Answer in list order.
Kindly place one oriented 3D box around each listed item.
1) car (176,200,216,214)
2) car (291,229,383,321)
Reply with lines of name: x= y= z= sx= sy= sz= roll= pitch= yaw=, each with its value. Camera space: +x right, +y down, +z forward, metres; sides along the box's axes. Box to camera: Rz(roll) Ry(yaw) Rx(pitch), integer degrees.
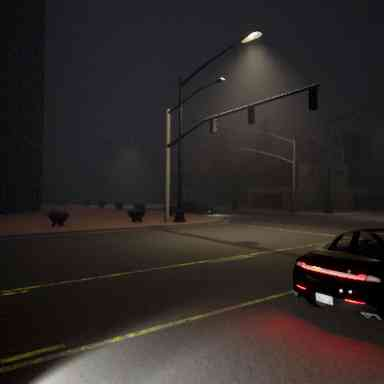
car: x=0.265 y=1.621 z=36.056 sx=2.033 sy=1.411 sz=5.357 roll=1 pitch=-1 yaw=-35
car: x=4.098 y=1.502 z=6.727 sx=4.902 sy=1.511 sz=2.128 roll=0 pitch=0 yaw=-35
